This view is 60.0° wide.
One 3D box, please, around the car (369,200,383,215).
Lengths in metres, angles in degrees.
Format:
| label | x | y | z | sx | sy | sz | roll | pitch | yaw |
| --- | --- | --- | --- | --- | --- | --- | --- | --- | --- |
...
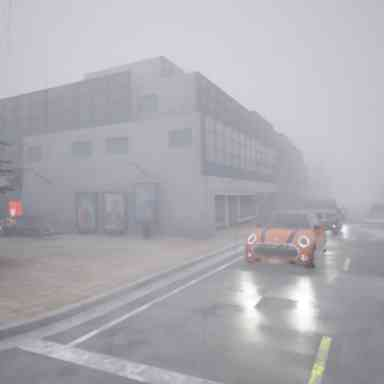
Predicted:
| label | x | y | z | sx | sy | sz | roll | pitch | yaw |
| --- | --- | --- | --- | --- | --- | --- | --- | --- | --- |
| car | 20.751 | 1.668 | 36.792 | 1.882 | 1.535 | 5.008 | -1 | -1 | 28 |

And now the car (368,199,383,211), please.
| label | x | y | z | sx | sy | sz | roll | pitch | yaw |
| --- | --- | --- | --- | --- | --- | --- | --- | --- | --- |
| car | 25.623 | 1.789 | 46.087 | 2.033 | 1.411 | 5.357 | -1 | -1 | 28 |

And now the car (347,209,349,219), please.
| label | x | y | z | sx | sy | sz | roll | pitch | yaw |
| --- | --- | --- | --- | --- | --- | --- | --- | --- | --- |
| car | 12.547 | 1.820 | 29.078 | 1.895 | 1.301 | 4.718 | -1 | -1 | 28 |

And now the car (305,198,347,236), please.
| label | x | y | z | sx | sy | sz | roll | pitch | yaw |
| --- | --- | --- | --- | --- | --- | --- | --- | --- | --- |
| car | 7.854 | 1.392 | 20.170 | 2.150 | 2.045 | 5.566 | -1 | -1 | 28 |

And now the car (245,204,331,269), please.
| label | x | y | z | sx | sy | sz | roll | pitch | yaw |
| --- | --- | --- | --- | --- | --- | --- | --- | --- | --- |
| car | 3.465 | 1.476 | 11.804 | 2.097 | 1.767 | 4.553 | -1 | -1 | 28 |
